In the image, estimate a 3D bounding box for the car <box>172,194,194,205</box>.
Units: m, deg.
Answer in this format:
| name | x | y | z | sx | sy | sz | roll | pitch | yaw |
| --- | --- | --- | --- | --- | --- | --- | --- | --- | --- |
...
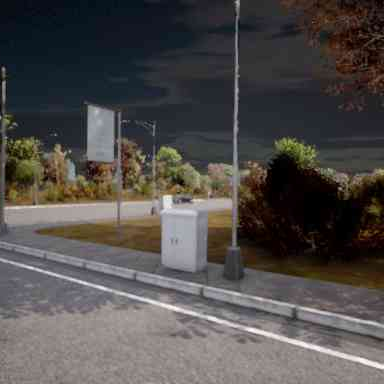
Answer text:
| name | x | y | z | sx | sy | sz | roll | pitch | yaw |
| --- | --- | --- | --- | --- | --- | --- | --- | --- | --- |
| car | -1.588 | 1.029 | 49.045 | 1.837 | 1.490 | 4.892 | 1 | 1 | 33 |
